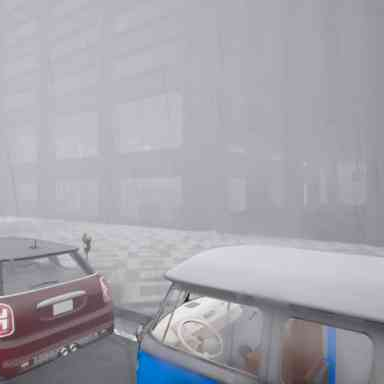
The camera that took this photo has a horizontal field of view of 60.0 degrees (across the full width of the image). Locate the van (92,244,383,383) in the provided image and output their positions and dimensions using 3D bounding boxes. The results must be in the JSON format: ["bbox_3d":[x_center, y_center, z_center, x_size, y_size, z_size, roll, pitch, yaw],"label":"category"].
[{"bbox_3d":[1.404,1.341,1.961,3.998,1.788,1.690,0,0,35],"label":"van"}]

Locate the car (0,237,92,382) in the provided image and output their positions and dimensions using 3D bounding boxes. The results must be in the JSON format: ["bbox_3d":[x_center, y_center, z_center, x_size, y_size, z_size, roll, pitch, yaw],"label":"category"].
[{"bbox_3d":[-3.163,1.440,5.217,4.097,1.590,1.967,0,0,35],"label":"car"}]
